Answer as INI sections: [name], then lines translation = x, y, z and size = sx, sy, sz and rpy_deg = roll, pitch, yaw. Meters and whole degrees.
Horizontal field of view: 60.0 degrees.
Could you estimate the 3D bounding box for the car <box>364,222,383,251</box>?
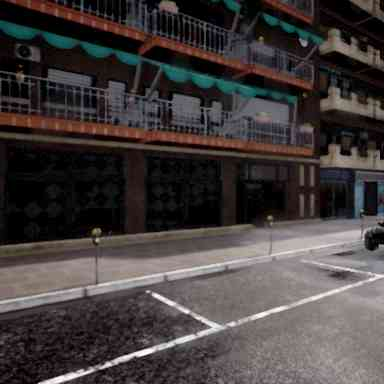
[car]
translation = 8.211, 1.467, 12.415
size = 4.313, 1.339, 1.947
rpy_deg = 0, 0, -36
